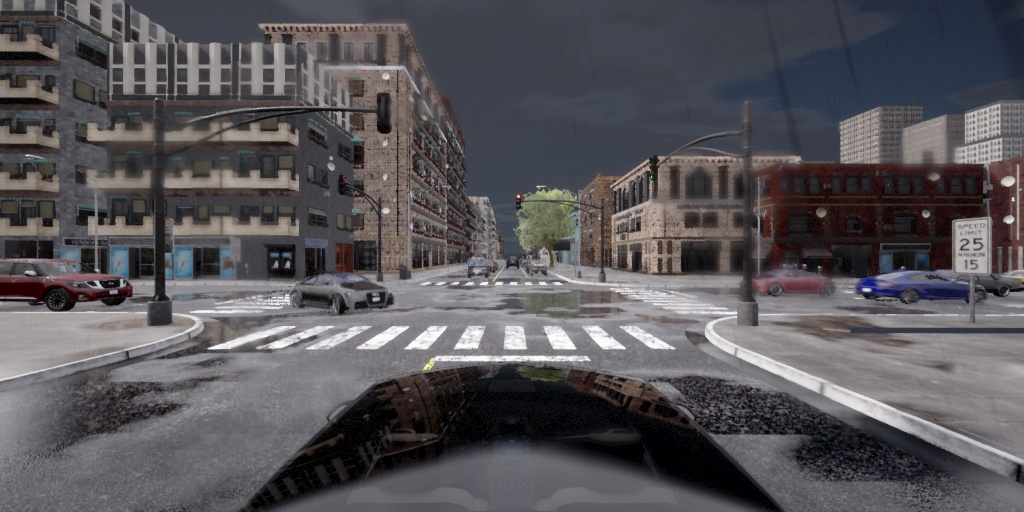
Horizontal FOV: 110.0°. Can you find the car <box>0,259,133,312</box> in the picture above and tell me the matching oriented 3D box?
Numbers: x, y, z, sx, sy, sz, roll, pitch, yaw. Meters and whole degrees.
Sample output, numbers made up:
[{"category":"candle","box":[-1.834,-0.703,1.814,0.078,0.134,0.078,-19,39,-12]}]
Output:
[{"category":"car","box":[-17.278,1.013,13.266,5.009,1.841,2.192,0,0,0]}]

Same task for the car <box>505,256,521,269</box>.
[{"category":"car","box":[0.098,1.044,60.015,2.150,2.045,5.566,0,0,-1]}]

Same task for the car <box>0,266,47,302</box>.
[{"category":"car","box":[-24.016,1.203,15.809,4.674,1.442,1.812,0,0,0]}]

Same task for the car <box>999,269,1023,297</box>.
[{"category":"car","box":[24.018,1.412,19.354,5.357,1.411,2.033,0,0,0]}]

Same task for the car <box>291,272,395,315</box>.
[{"category":"car","box":[-6.399,1.315,13.508,4.181,1.385,1.994,0,0,32]}]

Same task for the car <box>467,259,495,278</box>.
[{"category":"car","box":[-3.106,1.266,34.337,2.128,1.511,4.902,0,0,0]}]

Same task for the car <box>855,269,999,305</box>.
[{"category":"car","box":[18.212,1.364,16.110,4.674,1.442,1.812,0,0,0]}]

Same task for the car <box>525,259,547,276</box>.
[{"category":"car","box":[2.686,1.330,36.987,2.007,1.370,4.403,0,0,0]}]

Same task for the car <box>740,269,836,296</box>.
[{"category":"car","box":[14.716,1.387,19.286,4.181,1.385,1.994,0,0,0]}]

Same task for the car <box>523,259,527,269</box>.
[{"category":"car","box":[2.686,1.228,42.684,1.967,1.591,4.097,0,0,0]}]

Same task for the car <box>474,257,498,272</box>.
[{"category":"car","box":[-3.103,1.143,44.231,2.097,1.767,4.553,0,0,0]}]
